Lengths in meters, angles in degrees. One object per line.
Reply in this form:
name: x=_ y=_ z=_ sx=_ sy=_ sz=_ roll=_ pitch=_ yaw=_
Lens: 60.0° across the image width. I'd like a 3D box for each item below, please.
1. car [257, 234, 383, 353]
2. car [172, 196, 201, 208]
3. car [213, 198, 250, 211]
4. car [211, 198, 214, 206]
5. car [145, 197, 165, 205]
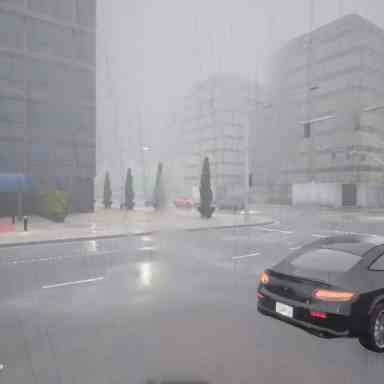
car: x=3.210 y=1.526 z=6.110 sx=4.674 sy=1.442 sz=1.812 roll=0 pitch=0 yaw=-35
car: x=-0.467 y=1.352 z=47.548 sx=2.097 sy=1.767 sz=4.553 roll=0 pitch=0 yaw=-35
car: x=4.916 y=1.564 z=39.870 sx=1.994 sy=1.385 sz=4.181 roll=0 pitch=0 yaw=-35
car: x=3.040 y=1.601 z=55.078 sx=1.895 sy=1.301 sz=4.718 roll=0 pitch=0 yaw=-35
car: x=-6.161 y=1.564 z=55.686 sx=1.994 sy=1.385 sz=4.181 roll=0 pitch=0 yaw=-35
